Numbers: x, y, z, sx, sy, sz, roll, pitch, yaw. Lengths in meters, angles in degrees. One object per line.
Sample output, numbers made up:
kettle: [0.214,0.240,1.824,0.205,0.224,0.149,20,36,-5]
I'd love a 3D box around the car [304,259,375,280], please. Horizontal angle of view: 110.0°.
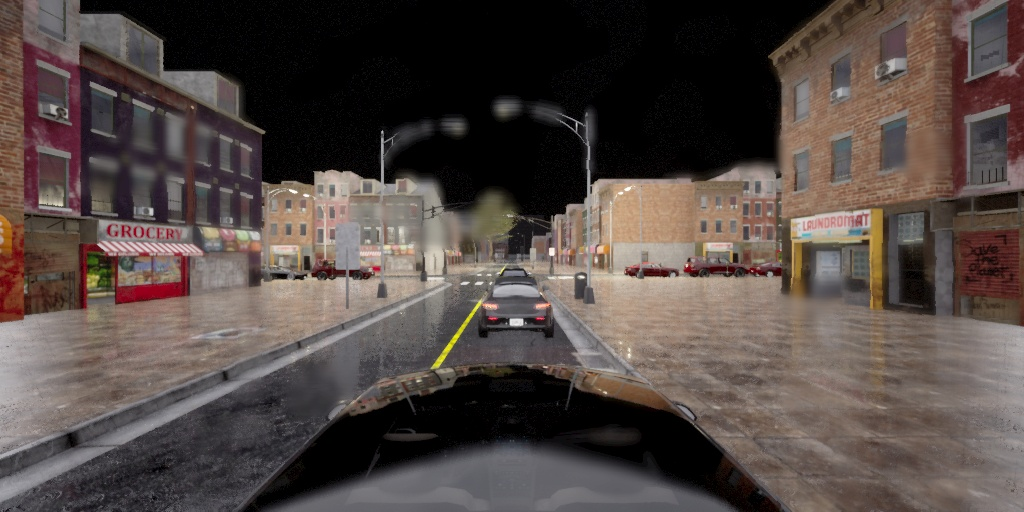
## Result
car: [-14.454,1.180,30.701,5.009,1.841,2.192,0,0,0]

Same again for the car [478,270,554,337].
car: [0.099,1.278,10.127,1.812,1.442,4.674,0,0,0]

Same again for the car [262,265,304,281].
car: [-19.880,1.473,30.693,4.313,1.339,1.948,0,0,0]

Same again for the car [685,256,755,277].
car: [17.388,0.948,30.750,5.009,1.841,2.192,0,0,0]

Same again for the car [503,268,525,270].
car: [0.104,1.322,18.887,1.994,1.385,4.181,0,0,0]

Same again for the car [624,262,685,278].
car: [11.954,1.217,30.741,4.507,1.381,1.888,0,0,0]

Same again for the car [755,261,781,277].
car: [22.822,1.142,30.758,4.507,1.381,1.888,0,0,0]
